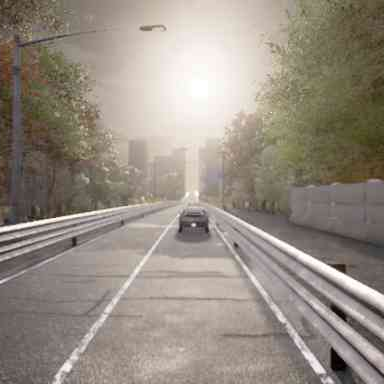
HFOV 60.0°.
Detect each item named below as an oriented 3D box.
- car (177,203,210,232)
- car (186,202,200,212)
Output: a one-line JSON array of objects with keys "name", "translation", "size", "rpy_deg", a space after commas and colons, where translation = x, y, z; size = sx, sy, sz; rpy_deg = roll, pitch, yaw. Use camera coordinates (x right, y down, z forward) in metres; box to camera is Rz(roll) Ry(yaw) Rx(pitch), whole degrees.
[{"name": "car", "translation": [0.103, 1.691, 21.764], "size": [1.837, 1.490, 4.892], "rpy_deg": [0, 0, 0]}, {"name": "car", "translation": [0.108, 2.244, 49.206], "size": [1.994, 1.385, 4.181], "rpy_deg": [0, -1, 0]}]
